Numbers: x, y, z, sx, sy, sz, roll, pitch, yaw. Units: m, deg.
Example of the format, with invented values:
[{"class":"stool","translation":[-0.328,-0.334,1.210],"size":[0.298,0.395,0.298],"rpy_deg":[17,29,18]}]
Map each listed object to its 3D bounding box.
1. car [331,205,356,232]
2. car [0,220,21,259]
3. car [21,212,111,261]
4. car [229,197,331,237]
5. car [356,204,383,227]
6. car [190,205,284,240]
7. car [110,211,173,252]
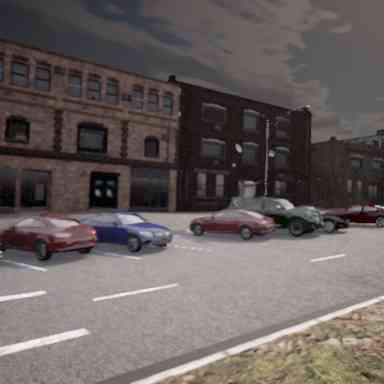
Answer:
[{"class":"car","translation":[7.085,1.585,20.705],"size":[5.008,1.535,2.097],"rpy_deg":[-1,-1,36]},{"class":"car","translation":[-7.894,1.468,10.495],"size":[4.892,1.521,2.231],"rpy_deg":[-1,-1,34]},{"class":"car","translation":[-5.419,1.526,12.222],"size":[4.674,1.452,2.002],"rpy_deg":[-1,-1,35]},{"class":"car","translation":[4.590,1.313,19.026],"size":[5.566,2.045,2.435],"rpy_deg":[-1,-1,36]},{"class":"car","translation":[12.160,1.623,23.976],"size":[5.008,1.535,2.097],"rpy_deg":[-1,-1,37]},{"class":"car","translation":[2.053,1.585,17.350],"size":[4.674,1.452,2.002],"rpy_deg":[-1,-1,36]},{"class":"car","translation":[-2.939,1.546,13.953],"size":[4.674,1.452,2.002],"rpy_deg":[-1,-1,35]}]
